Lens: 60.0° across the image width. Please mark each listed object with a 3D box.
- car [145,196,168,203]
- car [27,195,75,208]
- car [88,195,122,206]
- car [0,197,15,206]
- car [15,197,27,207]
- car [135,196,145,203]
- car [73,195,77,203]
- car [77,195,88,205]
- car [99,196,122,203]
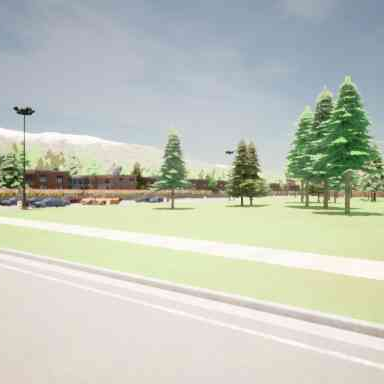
[{"bbox_3d":[-6.661,1.526,66.539,1.812,1.442,4.674,0,0,35],"label":"car"},{"bbox_3d":[-20.059,1.547,47.479,2.033,1.411,5.357,0,0,35],"label":"car"},{"bbox_3d":[-14.353,1.352,55.633,2.097,1.767,4.553,0,0,35],"label":"car"},{"bbox_3d":[-28.341,1.547,53.947,2.033,1.411,5.357,0,0,35],"label":"car"},{"bbox_3d":[-22.952,1.478,49.446,1.882,1.535,5.008,0,0,35],"label":"car"},{"bbox_3d":[-9.666,1.506,68.309,1.837,1.490,4.892,0,0,35],"label":"car"},{"bbox_3d":[-22.925,1.353,61.633,2.097,1.767,4.553,0,0,35],"label":"car"},{"bbox_3d":[-17.065,1.352,57.855,2.097,1.767,4.553,0,0,35],"label":"car"},{"bbox_3d":[-17.116,1.594,69.853,1.895,1.301,4.718,0,0,35],"label":"car"}]
